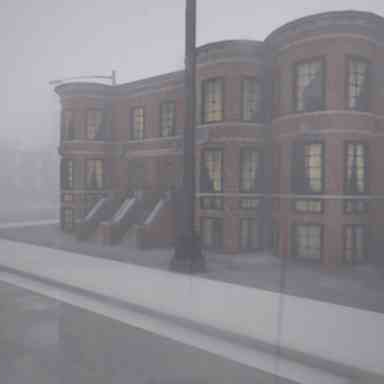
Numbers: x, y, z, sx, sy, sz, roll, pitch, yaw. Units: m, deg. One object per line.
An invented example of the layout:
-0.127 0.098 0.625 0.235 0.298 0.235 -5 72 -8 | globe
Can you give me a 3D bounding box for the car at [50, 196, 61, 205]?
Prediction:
-16.414 0.857 44.287 2.097 1.767 4.553 1 1 36 | car
